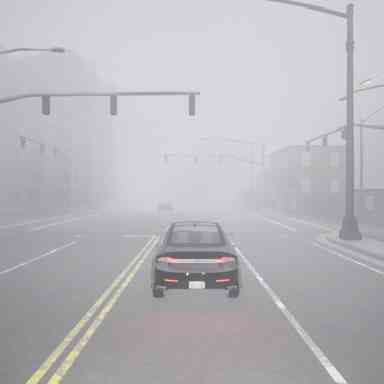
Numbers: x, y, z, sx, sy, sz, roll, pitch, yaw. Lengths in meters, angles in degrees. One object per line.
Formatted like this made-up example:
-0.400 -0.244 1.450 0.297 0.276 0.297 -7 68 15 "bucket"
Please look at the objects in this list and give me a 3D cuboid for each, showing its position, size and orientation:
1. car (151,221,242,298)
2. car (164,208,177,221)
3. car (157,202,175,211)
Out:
0.073 1.492 8.525 2.128 1.511 4.902 0 0 0 "car"
-3.603 3.866 57.292 1.882 1.535 5.008 0 -12 0 "car"
-3.607 2.055 45.461 1.994 1.385 4.181 0 -4 0 "car"
